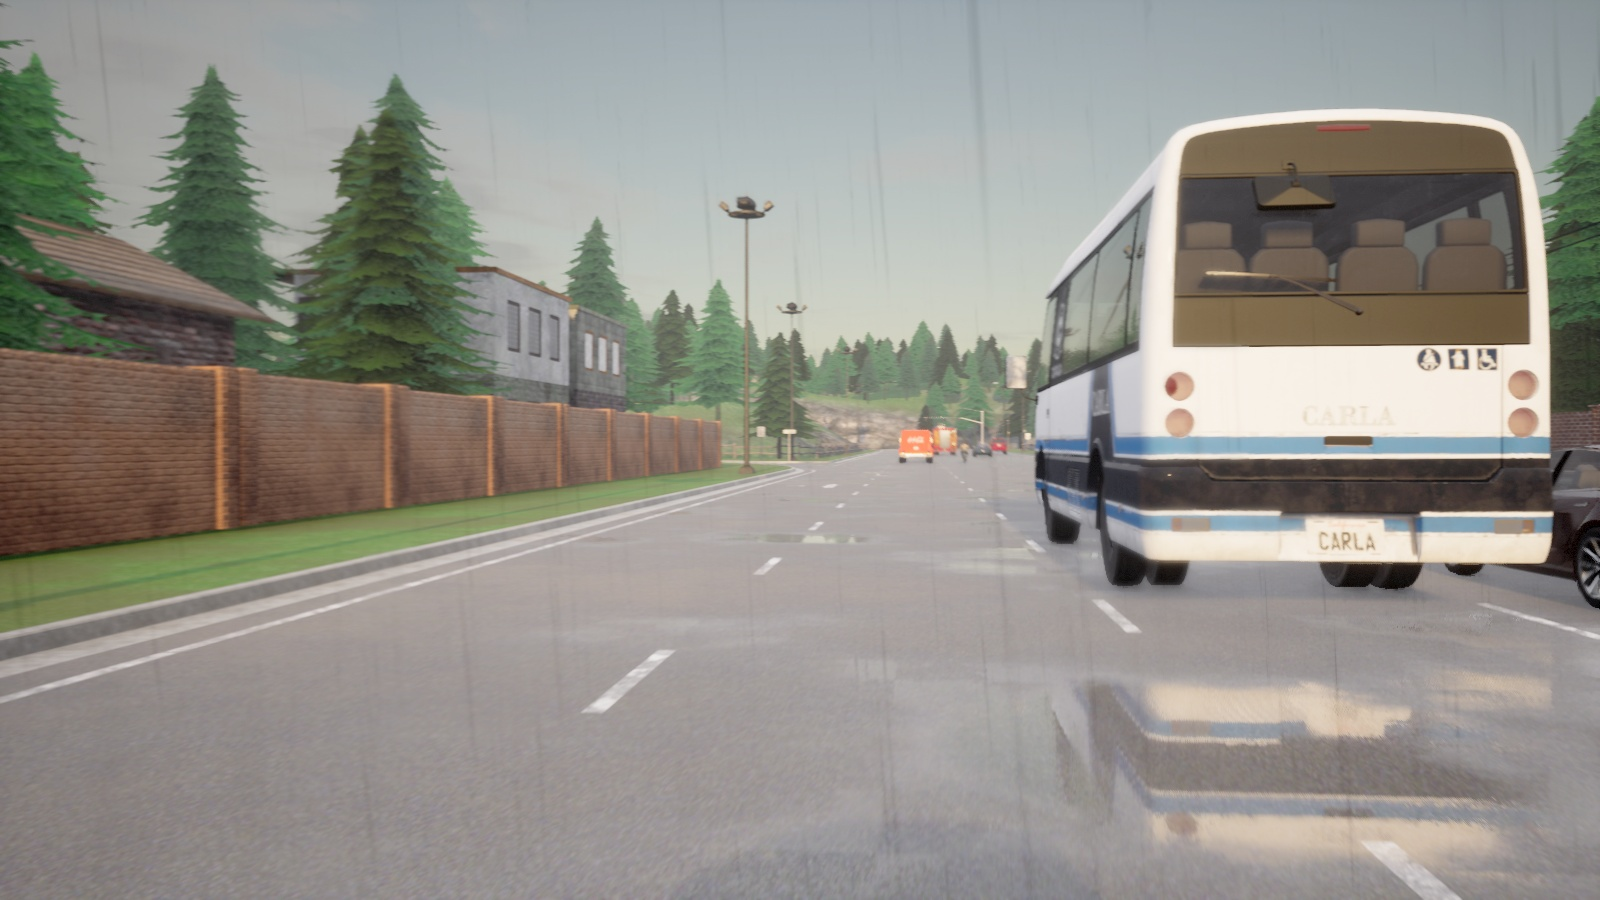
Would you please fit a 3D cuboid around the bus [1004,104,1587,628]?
[{"bbox_3d":[4.882,-0.711,15.498,3.944,4.253,10.273,0,0,5],"label":"bus"}]

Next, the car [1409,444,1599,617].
[{"bbox_3d":[8.119,0.687,12.470,2.163,1.488,4.792,0,0,5],"label":"car"}]

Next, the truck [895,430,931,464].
[{"bbox_3d":[8.465,-0.260,94.026,2.627,2.467,5.204,0,1,5],"label":"truck"}]
